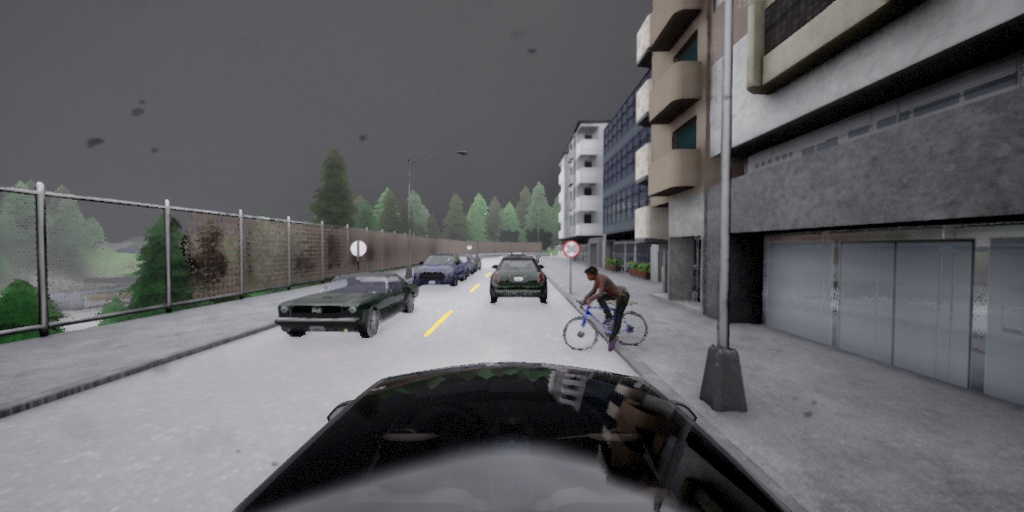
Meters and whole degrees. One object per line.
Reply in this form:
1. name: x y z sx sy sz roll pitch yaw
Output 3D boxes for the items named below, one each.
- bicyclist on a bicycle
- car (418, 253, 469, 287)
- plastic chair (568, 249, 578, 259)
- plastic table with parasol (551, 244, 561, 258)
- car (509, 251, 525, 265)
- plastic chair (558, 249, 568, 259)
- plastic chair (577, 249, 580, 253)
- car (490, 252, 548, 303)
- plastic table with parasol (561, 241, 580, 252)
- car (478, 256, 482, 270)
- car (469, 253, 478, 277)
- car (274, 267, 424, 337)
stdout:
1. bicyclist on a bicycle: 1.766 1.012 6.946 1.656 1.620 0.582 -6 1 1
2. car: -3.880 0.653 19.756 2.097 1.767 4.553 0 1 1
3. plastic chair: 9.977 -0.086 58.372 0.750 1.272 0.730 0 0 11
4. plastic table with parasol: 8.580 -0.833 64.128 2.482 2.480 2.482 0 0 1
5. car: 0.639 0.180 44.635 1.882 1.535 5.008 0 1 1
6. plastic chair: 8.507 -0.129 60.010 0.730 1.272 0.750 0 0 11
7. plastic chair: 11.090 -0.114 59.608 0.730 1.272 0.750 0 0 1
8. car: 0.254 0.784 14.717 2.097 1.767 4.553 0 1 1
9. plastic table with parasol: 9.984 -0.725 59.802 2.482 2.480 2.482 0 0 1
10. car: -3.697 0.528 30.628 2.128 1.511 4.902 0 1 1
11. car: -3.719 0.703 25.018 1.812 1.442 4.674 0 1 1
12. car: -4.022 1.149 9.642 1.895 1.301 4.718 0 1 1
